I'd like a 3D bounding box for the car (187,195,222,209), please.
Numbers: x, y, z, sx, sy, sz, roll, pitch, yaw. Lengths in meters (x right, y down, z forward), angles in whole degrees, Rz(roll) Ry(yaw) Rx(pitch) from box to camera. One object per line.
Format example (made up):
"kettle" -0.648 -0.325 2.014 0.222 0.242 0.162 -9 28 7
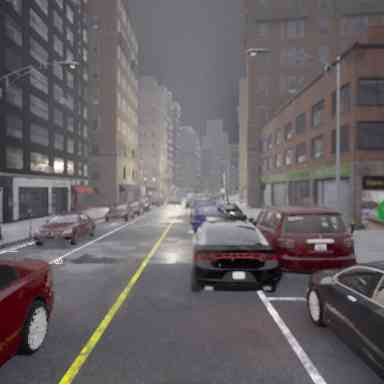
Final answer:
"car" 0.890 1.334 24.929 2.097 1.767 4.553 0 0 0

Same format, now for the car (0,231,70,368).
"car" -3.095 1.475 3.222 1.882 1.535 5.008 0 0 0

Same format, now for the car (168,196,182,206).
"car" -2.925 1.506 54.601 1.994 1.385 4.181 0 0 1

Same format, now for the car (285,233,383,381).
"car" 2.859 1.548 4.275 2.008 1.369 4.403 -1 0 0

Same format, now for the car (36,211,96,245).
"car" -5.644 1.572 15.289 1.802 1.307 4.206 -1 0 0

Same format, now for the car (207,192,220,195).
"car" 5.935 1.413 92.655 1.947 1.339 4.313 0 0 9

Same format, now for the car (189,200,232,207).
"car" 0.938 1.465 18.959 1.882 1.535 5.008 0 0 0

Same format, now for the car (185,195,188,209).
"car" 0.117 1.522 44.821 1.994 1.385 4.181 0 0 0

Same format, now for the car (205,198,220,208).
"car" 2.948 1.518 48.326 1.947 1.339 4.313 -1 0 0

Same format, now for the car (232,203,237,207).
"car" 2.904 1.547 26.300 1.947 1.339 4.313 -1 0 0

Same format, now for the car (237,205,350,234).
"car" 2.868 1.309 9.781 2.192 1.841 5.009 -1 0 0

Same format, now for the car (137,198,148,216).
"car" -5.610 1.556 31.812 1.802 1.307 4.206 -1 0 0

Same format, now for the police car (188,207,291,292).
"police car" 0.918 1.420 9.068 1.930 1.638 5.238 0 0 0

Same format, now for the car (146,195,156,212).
"car" -5.600 1.408 37.320 1.967 1.590 4.097 -1 0 0

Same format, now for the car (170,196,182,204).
"car" -2.876 1.494 61.968 1.994 1.385 4.181 0 0 0

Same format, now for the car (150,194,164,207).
"car" -5.580 1.267 48.335 2.192 1.841 5.009 -1 0 0

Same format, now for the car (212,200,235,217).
"car" 2.915 1.500 31.977 1.752 1.417 4.829 -1 0 0

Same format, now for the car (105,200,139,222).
"car" -5.621 1.562 26.304 1.802 1.307 4.206 -1 0 0
